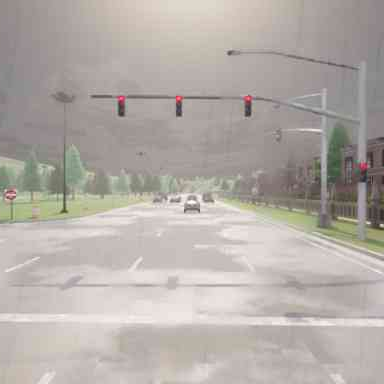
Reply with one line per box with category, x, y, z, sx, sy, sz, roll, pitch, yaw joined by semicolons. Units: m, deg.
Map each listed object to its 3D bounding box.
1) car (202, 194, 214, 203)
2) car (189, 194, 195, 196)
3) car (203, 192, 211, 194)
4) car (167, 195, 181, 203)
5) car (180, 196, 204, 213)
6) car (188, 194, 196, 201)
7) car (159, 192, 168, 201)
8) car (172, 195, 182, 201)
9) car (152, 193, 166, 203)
car;3.533;1.601;68.557;1.895;1.301;4.718;0;0;0
car;0.033;1.352;68.499;2.097;1.767;4.553;0;0;0
car;3.538;1.057;78.560;2.150;2.045;5.566;0;0;0
car;-3.467;1.564;68.530;1.994;1.385;4.181;0;0;0
car;0.018;1.547;37.499;2.033;1.411;5.357;0;0;0
car;0.038;1.332;78.532;1.837;1.490;4.892;0;0;0
car;-6.962;1.057;78.565;2.150;2.045;5.566;0;0;0
car;-3.462;1.372;78.533;2.033;1.411;5.357;0;0;0
car;-6.967;1.525;68.532;1.812;1.442;4.674;0;0;0
